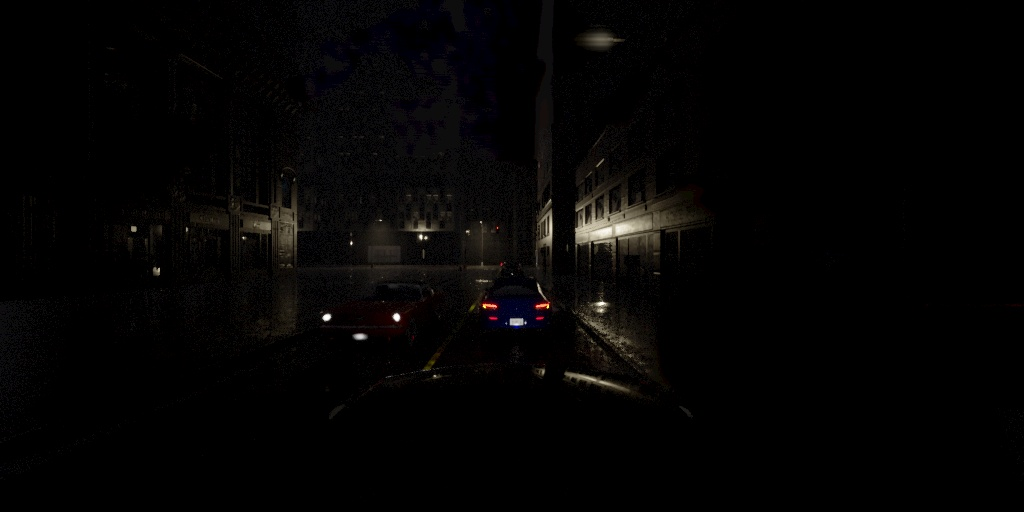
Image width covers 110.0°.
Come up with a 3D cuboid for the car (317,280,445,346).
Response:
[{"bbox_3d":[-3.118,1.350,9.567,1.895,1.301,4.718,0,0,0],"label":"car"}]

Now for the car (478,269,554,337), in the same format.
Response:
[{"bbox_3d":[0.082,1.275,10.147,1.812,1.442,4.674,0,0,0],"label":"car"}]

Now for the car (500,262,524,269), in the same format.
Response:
[{"bbox_3d":[0.026,1.240,31.166,2.128,1.511,4.902,0,0,0],"label":"car"}]
